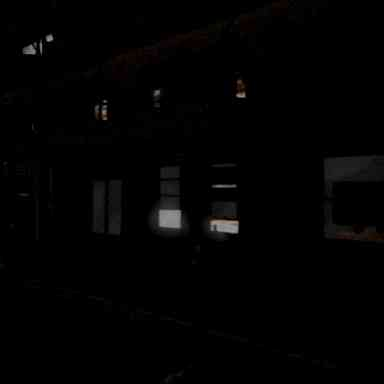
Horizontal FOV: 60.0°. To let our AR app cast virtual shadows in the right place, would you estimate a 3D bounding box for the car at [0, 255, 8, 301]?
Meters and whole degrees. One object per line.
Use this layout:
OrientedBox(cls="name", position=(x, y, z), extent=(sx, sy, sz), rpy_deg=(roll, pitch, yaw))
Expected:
OrientedBox(cls="car", position=(-5.635, 1.414, 6.872), extent=(4.097, 1.590, 1.967), rpy_deg=(0, 0, 35))
